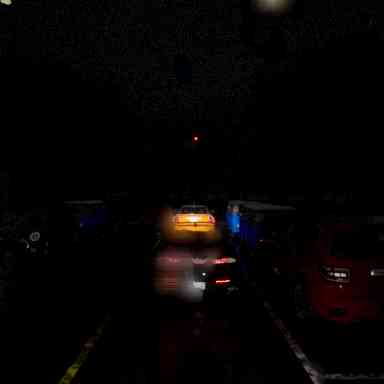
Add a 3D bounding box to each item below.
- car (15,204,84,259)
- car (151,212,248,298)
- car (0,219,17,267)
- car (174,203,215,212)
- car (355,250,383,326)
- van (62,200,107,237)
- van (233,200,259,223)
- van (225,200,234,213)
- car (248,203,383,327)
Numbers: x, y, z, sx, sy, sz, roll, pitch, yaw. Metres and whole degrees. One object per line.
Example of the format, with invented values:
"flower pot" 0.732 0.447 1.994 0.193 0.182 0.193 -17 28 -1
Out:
"car" -5.776 1.441 12.376 1.967 1.590 4.097 0 0 0
"car" 0.094 1.492 8.471 2.128 1.511 4.902 0 0 0
"car" -5.770 1.525 6.769 1.752 1.417 4.829 0 0 0
"car" 0.120 1.353 17.520 2.097 1.767 4.553 0 0 1
"car" 2.761 1.440 1.510 1.967 1.590 4.097 0 0 0
"van" -5.783 1.342 17.814 1.690 1.788 3.998 0 0 0
"van" 2.749 1.342 12.385 1.690 1.788 3.998 0 0 0
"van" 2.743 1.342 17.823 1.690 1.788 3.998 0 0 0
"car" 2.755 1.315 6.948 2.192 1.841 5.009 0 0 0
